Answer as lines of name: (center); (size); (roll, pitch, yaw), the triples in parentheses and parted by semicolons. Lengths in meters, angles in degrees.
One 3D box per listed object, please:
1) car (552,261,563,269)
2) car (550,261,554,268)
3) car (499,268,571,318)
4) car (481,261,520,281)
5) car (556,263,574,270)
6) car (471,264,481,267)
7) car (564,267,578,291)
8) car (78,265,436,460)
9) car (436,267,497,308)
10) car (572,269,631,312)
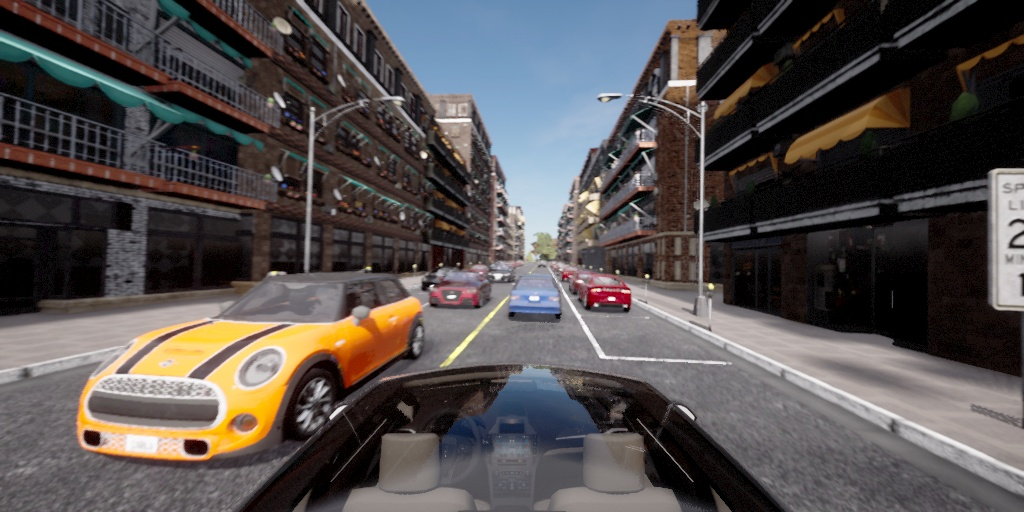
car: (6.196, 1.675, 43.571); (2.007, 1.370, 4.403); (0, 0, 5)
car: (7.175, 1.652, 54.851); (1.967, 1.591, 4.097); (0, 0, 5)
car: (0.910, 1.380, 13.626); (2.033, 1.411, 5.357); (1, 0, 5)
car: (-0.812, 1.368, 29.336); (2.128, 1.511, 4.902); (1, 0, 5)
car: (5.216, 1.584, 32.290); (1.888, 1.381, 4.507); (0, 0, 5)
car: (-3.128, 1.427, 33.057); (1.802, 1.307, 4.207); (0, 0, 5)
car: (4.239, 1.535, 21.011); (1.802, 1.307, 4.207); (0, 0, 5)
car: (-2.952, 1.048, 5.337); (2.097, 1.767, 4.553); (1, 0, 6)
car: (-2.058, 1.335, 15.232); (1.994, 1.385, 4.181); (1, 0, 5)
car: (3.820, 1.457, 15.365); (1.888, 1.381, 4.507); (0, 0, 5)
